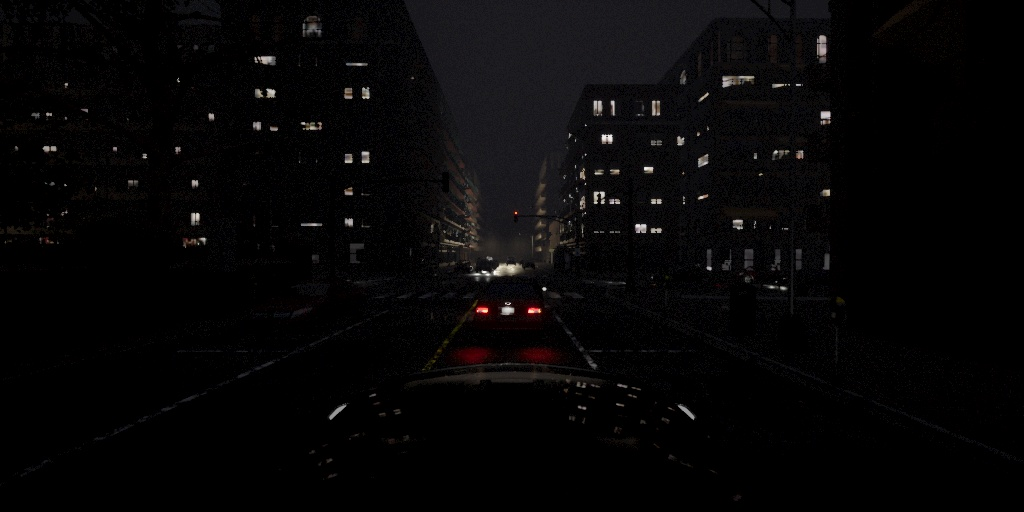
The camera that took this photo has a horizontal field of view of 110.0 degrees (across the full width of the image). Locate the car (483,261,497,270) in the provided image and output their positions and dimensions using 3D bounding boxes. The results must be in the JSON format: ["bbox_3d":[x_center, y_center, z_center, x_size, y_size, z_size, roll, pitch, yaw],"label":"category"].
[{"bbox_3d":[-3.211,1.350,53.185,1.895,1.301,4.718,0,0,0],"label":"car"}]

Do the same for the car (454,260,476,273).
[{"bbox_3d":[-5.794,1.188,42.958,1.967,1.591,4.097,0,0,0],"label":"car"}]

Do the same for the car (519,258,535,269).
[{"bbox_3d":[2.556,1.299,54.252,2.007,1.370,4.403,0,0,0],"label":"car"}]

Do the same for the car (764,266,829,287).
[{"bbox_3d":[23.976,1.740,28.942,5.357,1.411,2.033,1,0,-1],"label":"car"}]

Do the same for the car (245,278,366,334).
[{"bbox_3d":[-5.710,1.331,10.547,1.802,1.307,4.207,0,0,0],"label":"car"}]

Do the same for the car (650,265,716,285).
[{"bbox_3d":[13.700,1.502,28.790,4.902,1.511,2.128,1,0,-1],"label":"car"}]

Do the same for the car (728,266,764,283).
[{"bbox_3d":[21.305,1.571,31.465,4.097,1.591,1.967,0,0,-1],"label":"car"}]

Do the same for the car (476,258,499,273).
[{"bbox_3d":[-3.175,1.296,43.235,2.033,1.411,5.357,0,0,4],"label":"car"}]

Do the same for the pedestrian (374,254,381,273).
[{"bbox_3d":[-12.794,0.652,33.932,0.375,1.860,0.375,0,-1,-1],"label":"pedestrian"}]

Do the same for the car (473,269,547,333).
[{"bbox_3d":[0.056,1.297,10.759,2.033,1.411,5.357,0,0,3],"label":"car"}]

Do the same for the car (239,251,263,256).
[{"bbox_3d":[-17.597,0.694,25.126,5.566,2.045,2.150,1,0,-1],"label":"car"}]
